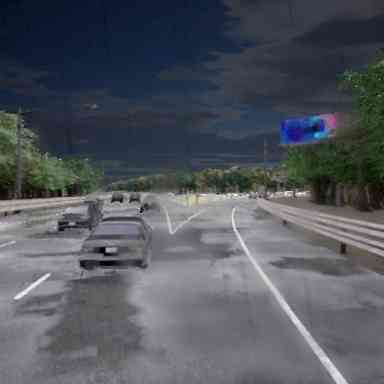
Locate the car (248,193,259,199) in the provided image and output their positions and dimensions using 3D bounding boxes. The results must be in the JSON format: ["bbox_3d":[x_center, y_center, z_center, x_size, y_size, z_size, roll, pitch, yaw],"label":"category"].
[{"bbox_3d":[16.198,1.136,87.578,1.994,1.385,4.181,0,0,24],"label":"car"}]

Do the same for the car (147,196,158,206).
[{"bbox_3d":[-6.704,1.468,56.339,1.837,1.490,4.892,0,0,-7],"label":"car"}]

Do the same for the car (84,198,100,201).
[{"bbox_3d":[-11.748,1.437,39.424,1.837,1.490,4.892,0,0,-6],"label":"car"}]

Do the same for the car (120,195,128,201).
[{"bbox_3d":[-18.996,1.641,92.508,1.994,1.385,4.181,0,0,-10],"label":"car"}]

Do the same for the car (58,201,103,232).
[{"bbox_3d":[-6.418,1.475,19.484,1.812,1.442,4.674,0,0,-5],"label":"car"}]

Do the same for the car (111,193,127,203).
[{"bbox_3d":[-14.949,1.210,67.005,2.150,2.045,5.566,0,0,-8],"label":"car"}]

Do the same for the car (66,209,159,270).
[{"bbox_3d":[-2.261,1.519,10.951,2.033,1.411,5.357,0,0,-5],"label":"car"}]

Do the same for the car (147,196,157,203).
[{"bbox_3d":[-8.093,1.515,67.167,1.812,1.442,4.674,0,0,-8],"label":"car"}]

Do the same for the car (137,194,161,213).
[{"bbox_3d":[-4.547,1.288,36.570,2.097,1.767,4.553,0,0,-6],"label":"car"}]

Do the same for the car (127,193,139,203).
[{"bbox_3d":[-11.562,1.212,68.084,2.150,2.045,5.566,0,0,-8],"label":"car"}]

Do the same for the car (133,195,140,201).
[{"bbox_3d":[-15.752,1.619,94.318,2.128,1.511,4.902,0,0,-10],"label":"car"}]
